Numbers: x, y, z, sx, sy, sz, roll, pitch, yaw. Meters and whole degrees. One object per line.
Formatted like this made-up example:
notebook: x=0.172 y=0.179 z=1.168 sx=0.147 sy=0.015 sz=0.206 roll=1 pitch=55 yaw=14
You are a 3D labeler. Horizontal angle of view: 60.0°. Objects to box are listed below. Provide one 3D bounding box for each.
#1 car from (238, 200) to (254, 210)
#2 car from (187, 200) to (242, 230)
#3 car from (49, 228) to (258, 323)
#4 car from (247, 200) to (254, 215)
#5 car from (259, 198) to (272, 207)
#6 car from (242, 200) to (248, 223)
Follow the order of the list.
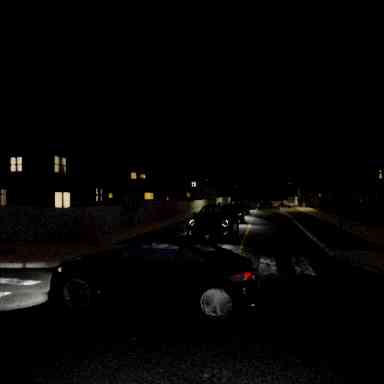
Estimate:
car: x=7.865 y=1.861 z=48.003 sx=1.895 sy=1.301 sz=4.718 roll=-1 pitch=0 yaw=13
car: x=1.200 y=1.450 z=17.297 sx=2.097 sy=1.767 sz=4.553 roll=-1 pitch=0 yaw=14
car: x=-0.748 y=1.613 z=7.004 sx=4.181 sy=1.385 sz=1.994 roll=1 pitch=-1 yaw=12
car: x=5.456 y=1.686 z=36.956 sx=2.128 sy=1.511 sz=4.902 roll=-1 pitch=0 yaw=12
car: x=12.696 y=1.796 z=57.257 sx=1.837 sy=1.490 sz=4.892 roll=-1 pitch=-1 yaw=12
car: x=3.320 y=1.667 z=26.977 sx=1.812 sy=1.442 sz=4.674 roll=-1 pitch=0 yaw=12
